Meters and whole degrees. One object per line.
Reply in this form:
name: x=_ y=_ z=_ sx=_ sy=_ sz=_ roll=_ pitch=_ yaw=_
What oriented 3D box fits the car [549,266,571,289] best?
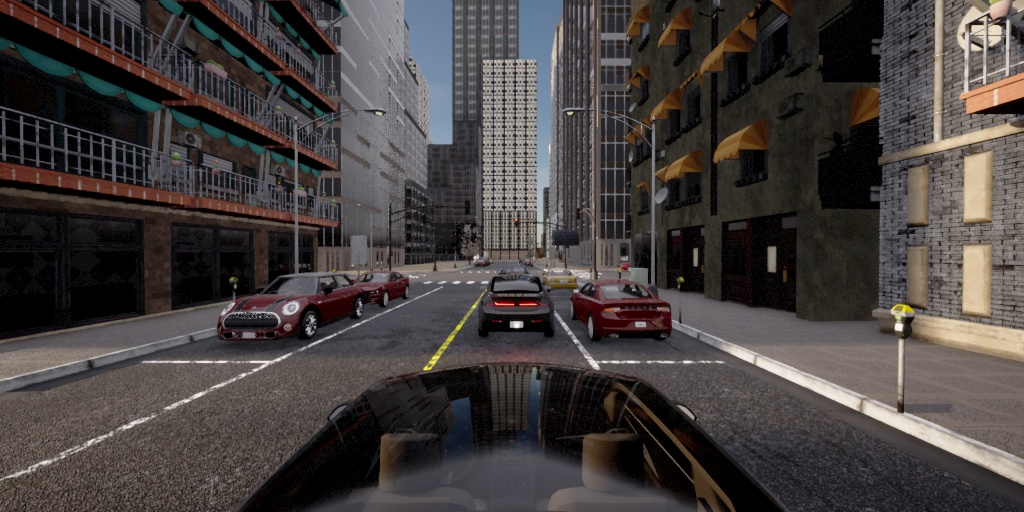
car: x=2.706 y=1.272 z=20.937 sx=1.751 sy=1.417 sz=4.829 roll=0 pitch=0 yaw=0

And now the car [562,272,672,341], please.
car: x=2.697 y=1.294 z=9.720 sx=1.888 sy=1.381 sz=4.507 roll=0 pitch=0 yaw=0

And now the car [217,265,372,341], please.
car: x=-5.685 y=1.188 z=9.742 sx=1.967 sy=1.591 sz=4.097 roll=0 pitch=0 yaw=0

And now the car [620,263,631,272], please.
car: x=14.297 y=1.005 z=39.899 sx=4.507 sy=1.381 sz=1.888 roll=0 pitch=0 yaw=0

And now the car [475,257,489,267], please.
car: x=-5.635 y=1.291 z=64.302 sx=1.888 sy=1.381 sz=4.507 roll=0 pitch=0 yaw=0

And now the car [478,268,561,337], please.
car: x=0.107 y=1.253 z=10.272 sx=1.837 sy=1.490 sz=4.892 roll=0 pitch=0 yaw=0

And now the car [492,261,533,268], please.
car: x=0.115 y=1.239 z=20.405 sx=2.128 sy=1.511 sz=4.902 roll=0 pitch=0 yaw=0

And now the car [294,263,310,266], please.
car: x=-23.801 y=1.494 z=39.612 sx=4.097 sy=1.591 sz=1.967 roll=0 pitch=0 yaw=0

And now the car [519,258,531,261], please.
car: x=2.745 y=1.185 z=64.293 sx=1.967 sy=1.591 sz=4.097 roll=0 pitch=0 yaw=0

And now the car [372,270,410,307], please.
car: x=-5.680 y=1.293 z=15.265 sx=1.888 sy=1.381 sz=4.507 roll=0 pitch=0 yaw=0
